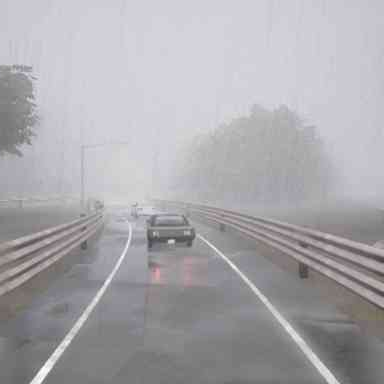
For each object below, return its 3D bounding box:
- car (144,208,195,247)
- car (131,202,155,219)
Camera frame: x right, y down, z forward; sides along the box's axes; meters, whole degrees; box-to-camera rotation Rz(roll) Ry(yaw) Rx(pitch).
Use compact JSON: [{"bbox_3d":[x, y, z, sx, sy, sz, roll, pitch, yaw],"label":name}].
[{"bbox_3d":[-1.109,1.636,15.128,1.895,1.301,4.718,0,0,-8],"label":"car"},{"bbox_3d":[-4.388,1.595,30.229,1.812,1.442,4.674,0,0,-16],"label":"car"}]
